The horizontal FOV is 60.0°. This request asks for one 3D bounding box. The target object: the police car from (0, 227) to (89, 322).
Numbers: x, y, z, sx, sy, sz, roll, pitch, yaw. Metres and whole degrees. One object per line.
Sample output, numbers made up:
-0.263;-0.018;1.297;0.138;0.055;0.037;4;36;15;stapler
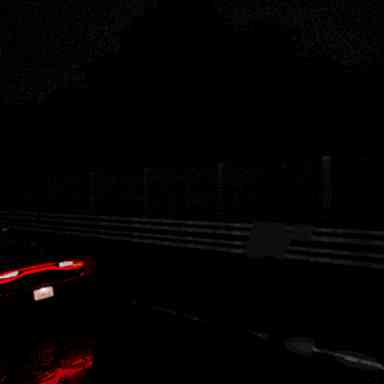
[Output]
-4.481;1.561;7.046;4.974;1.542;2.038;-1;0;35;police car
